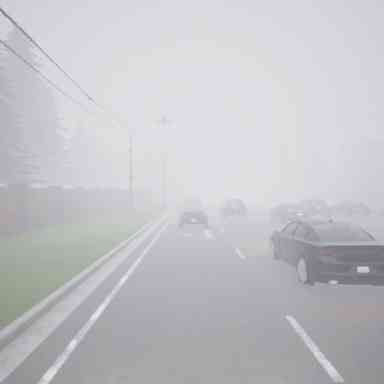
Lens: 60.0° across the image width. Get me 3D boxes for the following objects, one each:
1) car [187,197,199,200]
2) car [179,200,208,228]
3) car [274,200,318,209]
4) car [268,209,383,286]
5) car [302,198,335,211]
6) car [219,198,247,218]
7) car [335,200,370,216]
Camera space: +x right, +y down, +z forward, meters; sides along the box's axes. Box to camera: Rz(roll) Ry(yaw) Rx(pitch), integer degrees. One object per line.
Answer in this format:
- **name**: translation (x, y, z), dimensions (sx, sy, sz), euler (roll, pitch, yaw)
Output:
- **car**: translation (0.101, 1.357, 40.953), dimensions (2.097, 1.767, 4.553), euler (0, 0, 0)
- **car**: translation (0.101, 1.528, 22.293), dimensions (1.812, 1.442, 4.674), euler (0, 0, 0)
- **car**: translation (7.101, 1.550, 24.529), dimensions (2.033, 1.411, 5.357), euler (0, 0, 0)
- **car**: translation (3.600, 1.479, 9.464), dimensions (1.882, 1.535, 5.008), euler (0, 0, 0)
- **car**: translation (10.601, 1.356, 29.829), dimensions (2.097, 1.767, 4.553), euler (0, 0, 0)
- **car**: translation (3.599, 1.356, 29.831), dimensions (2.097, 1.767, 4.553), euler (0, 0, 0)
- **car**: translation (14.101, 1.495, 30.069), dimensions (2.128, 1.511, 4.902), euler (0, 0, 0)
